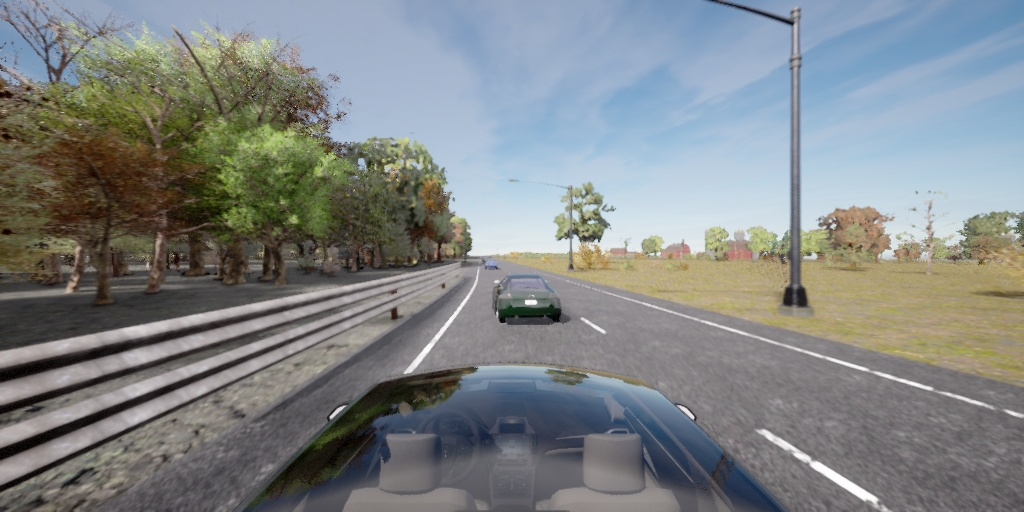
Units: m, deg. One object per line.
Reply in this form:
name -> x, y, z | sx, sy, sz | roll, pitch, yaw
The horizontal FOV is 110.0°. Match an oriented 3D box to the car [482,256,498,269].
car -> -3.103, 1.175, 52.745 | 2.033, 1.411, 5.357 | 0, 0, -5

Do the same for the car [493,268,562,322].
car -> 0.373, 1.295, 12.263 | 1.994, 1.385, 4.181 | 0, 0, -5
